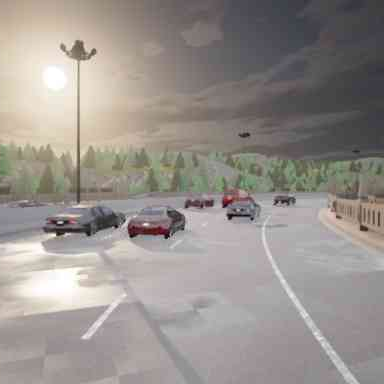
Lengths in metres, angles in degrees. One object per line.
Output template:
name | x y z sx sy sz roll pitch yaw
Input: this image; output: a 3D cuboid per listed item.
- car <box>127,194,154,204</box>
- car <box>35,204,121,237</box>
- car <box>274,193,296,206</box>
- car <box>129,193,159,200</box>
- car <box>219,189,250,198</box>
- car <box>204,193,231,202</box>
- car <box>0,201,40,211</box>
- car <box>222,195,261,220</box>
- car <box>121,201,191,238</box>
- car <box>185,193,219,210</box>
car | -7.753 1.004 50.406 1.994 1.385 4.181 0 1 29
car | -5.159 1.336 16.762 2.033 1.411 5.357 0 1 11
car | 11.924 0.934 42.401 1.837 1.490 4.892 0 0 31
car | -6.357 0.981 45.617 1.837 1.490 4.892 0 0 27
car | 5.048 0.737 36.824 2.150 2.045 5.566 0 0 25
car | 4.380 0.888 56.686 2.033 1.411 5.357 0 1 36
car | -11.366 1.288 21.803 2.033 1.411 5.357 0 1 13
car | 3.848 1.222 24.227 2.033 1.411 5.357 0 1 18
car | -1.597 1.351 16.362 1.994 1.385 4.181 0 1 11
car | 0.945 0.899 36.038 2.097 1.767 4.553 0 1 24
